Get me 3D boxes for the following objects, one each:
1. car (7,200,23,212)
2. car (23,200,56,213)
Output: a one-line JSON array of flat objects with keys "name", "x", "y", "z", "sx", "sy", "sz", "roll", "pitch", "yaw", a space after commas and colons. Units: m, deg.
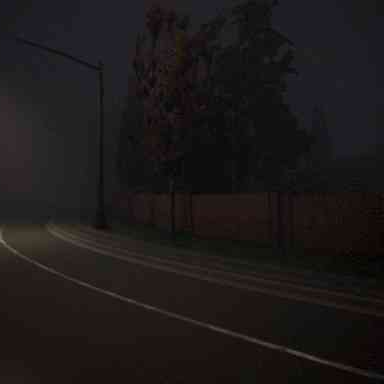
[{"name": "car", "x": -22.593, "y": 1.823, "z": 44.405, "sx": 1.882, "sy": 1.535, "sz": 5.008, "roll": -2, "pitch": 0, "yaw": 2}, {"name": "car", "x": -19.100, "y": 1.824, "z": 42.358, "sx": 1.812, "sy": 1.442, "sz": 4.674, "roll": -1, "pitch": 0, "yaw": 1}]
